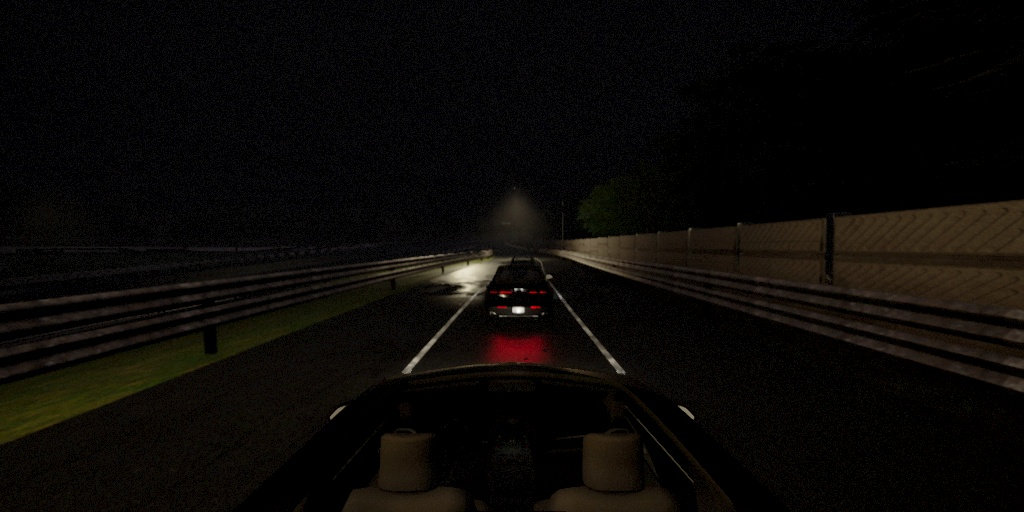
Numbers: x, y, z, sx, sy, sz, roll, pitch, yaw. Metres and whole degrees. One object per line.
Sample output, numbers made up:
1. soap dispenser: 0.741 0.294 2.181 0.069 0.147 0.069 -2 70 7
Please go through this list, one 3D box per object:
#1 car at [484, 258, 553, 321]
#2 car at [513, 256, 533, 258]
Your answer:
1. car: 0.221 0.992 11.140 1.837 1.490 4.892 0 2 1
2. car: 0.855 0.631 27.459 1.895 1.301 4.718 0 2 3
